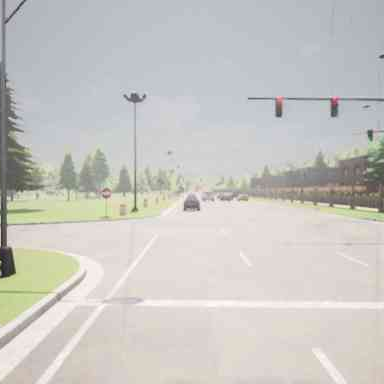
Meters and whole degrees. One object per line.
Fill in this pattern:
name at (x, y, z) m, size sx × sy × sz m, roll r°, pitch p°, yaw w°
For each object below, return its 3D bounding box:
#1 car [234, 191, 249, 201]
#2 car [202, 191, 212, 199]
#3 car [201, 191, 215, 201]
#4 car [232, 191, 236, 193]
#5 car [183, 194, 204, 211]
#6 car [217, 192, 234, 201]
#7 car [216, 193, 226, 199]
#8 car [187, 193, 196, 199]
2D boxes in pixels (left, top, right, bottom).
car at (10.456, 1.140, 68.653) m, size 1.882 × 1.535 × 5.008 m, roll 0°, pitch 0°, yaw 0°
car at (3.449, 0.673, 79.096) m, size 2.150 × 2.045 × 5.566 m, roll 0°, pitch 0°, yaw 0°
car at (3.456, 0.888, 68.677) m, size 2.150 × 2.045 × 5.566 m, roll 0°, pitch 0°, yaw 0°
car at (10.449, 0.673, 79.101) m, size 2.150 × 2.045 × 5.566 m, roll 0°, pitch 0°, yaw 0°
car at (-0.024, 1.307, 38.034) m, size 2.128 × 1.511 × 4.902 m, roll 0°, pitch 0°, yaw 0°
car at (6.956, 1.222, 69.068) m, size 1.994 × 1.385 × 4.181 m, roll 0°, pitch 0°, yaw 0°
car at (6.949, 0.926, 79.070) m, size 1.882 × 1.535 × 5.008 m, roll 0°, pitch 0°, yaw 0°
car at (-0.051, 0.988, 79.065) m, size 2.033 × 1.411 × 5.357 m, roll 0°, pitch 0°, yaw 0°
